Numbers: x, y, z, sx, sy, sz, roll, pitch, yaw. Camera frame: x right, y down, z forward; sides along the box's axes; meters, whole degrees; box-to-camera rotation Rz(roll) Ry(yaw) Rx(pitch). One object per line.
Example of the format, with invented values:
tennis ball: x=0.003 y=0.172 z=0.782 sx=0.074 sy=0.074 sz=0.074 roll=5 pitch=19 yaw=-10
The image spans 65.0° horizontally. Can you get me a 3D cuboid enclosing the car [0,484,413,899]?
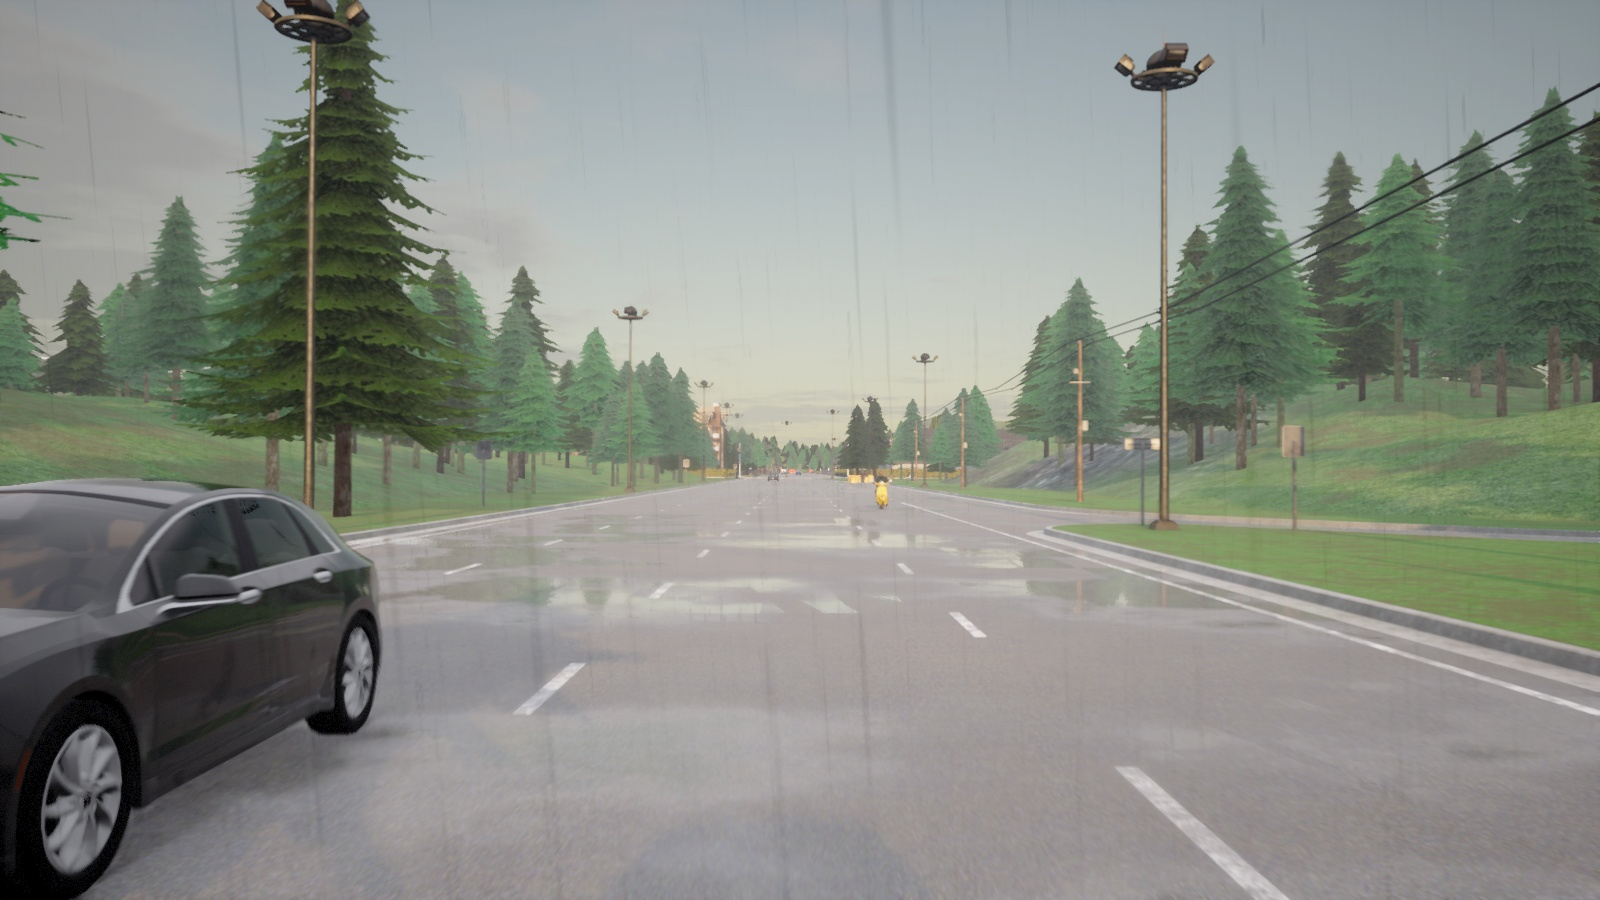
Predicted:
car: x=-3.515 y=0.934 z=5.988 sx=1.837 sy=1.490 sz=4.892 roll=0 pitch=-1 yaw=0

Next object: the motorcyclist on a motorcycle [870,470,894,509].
motorcyclist on a motorcycle: x=3.374 y=1.619 z=51.642 sx=0.866 sy=1.590 sz=1.817 roll=0 pitch=-1 yaw=0
